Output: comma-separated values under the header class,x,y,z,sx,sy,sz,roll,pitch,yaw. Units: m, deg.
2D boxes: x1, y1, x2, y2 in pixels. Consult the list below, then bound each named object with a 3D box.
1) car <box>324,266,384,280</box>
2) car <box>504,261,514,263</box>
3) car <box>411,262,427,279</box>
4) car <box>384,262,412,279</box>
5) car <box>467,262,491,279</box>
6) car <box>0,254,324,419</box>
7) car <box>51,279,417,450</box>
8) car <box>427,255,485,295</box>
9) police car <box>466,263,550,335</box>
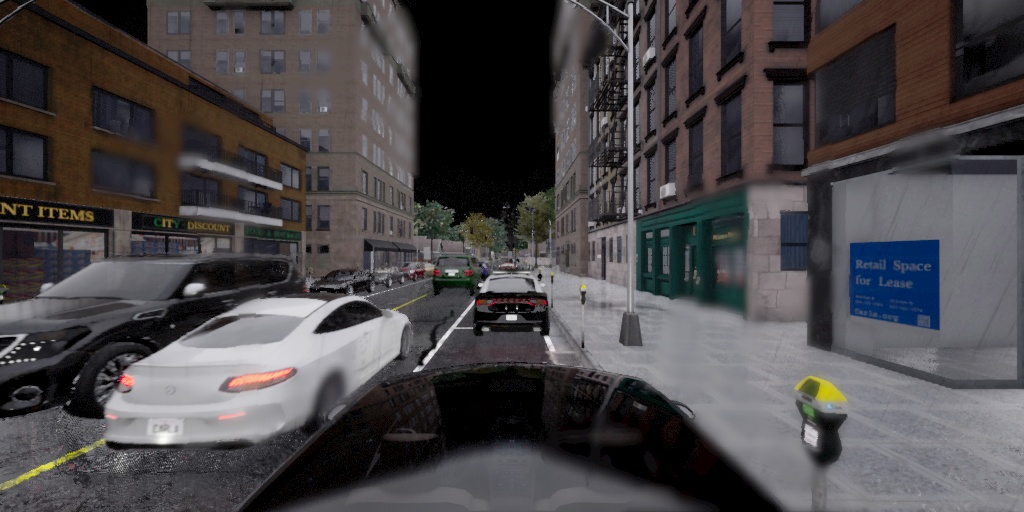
class,x,y,z,sx,sy,sz,roll,pitch,yaw
car,-8.408,1.317,18.201,1.948,1.339,4.313,0,0,0
car,-0.383,1.281,29.411,1.751,1.417,4.829,0,0,0
car,-8.408,1.195,29.238,1.967,1.591,4.097,0,0,0
car,-8.408,1.303,23.719,2.007,1.370,4.403,0,0,0
car,-3.025,1.284,33.596,1.812,1.442,4.674,0,0,0
car,-5.869,0.971,6.216,2.150,2.045,5.566,0,0,0
car,-2.924,1.276,5.331,1.812,1.442,4.674,0,0,0
car,-2.918,0.973,20.046,2.150,2.045,5.566,0,0,0
police car,-0.012,1.175,10.610,1.930,1.638,5.238,0,0,0
